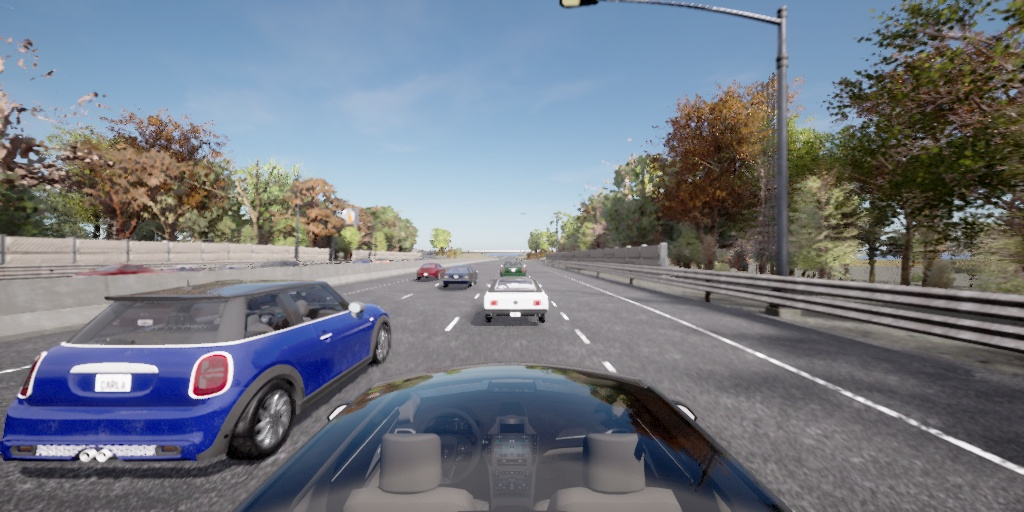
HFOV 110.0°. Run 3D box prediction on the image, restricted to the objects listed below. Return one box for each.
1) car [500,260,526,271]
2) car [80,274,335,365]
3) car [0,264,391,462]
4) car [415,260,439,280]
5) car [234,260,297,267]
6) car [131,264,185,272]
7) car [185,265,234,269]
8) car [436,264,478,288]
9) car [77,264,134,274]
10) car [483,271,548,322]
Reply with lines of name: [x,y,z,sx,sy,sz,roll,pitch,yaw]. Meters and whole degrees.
car: [0.099,1.127,29.659,2.097,1.767,4.553,0,0,0]
car: [-6.899,1.302,9.253,2.033,1.411,5.357,0,0,0]
car: [-3.402,1.104,5.185,2.097,1.767,4.553,0,0,0]
car: [-6.899,1.302,30.990,1.812,1.442,4.674,0,0,0]
car: [-17.596,1.123,26.580,2.097,1.767,4.553,0,0,0]
car: [-24.598,1.372,26.562,1.895,1.301,4.718,0,0,0]
car: [-21.098,1.372,26.689,1.895,1.301,4.718,0,0,0]
car: [-3.399,1.316,24.260,2.033,1.411,5.357,0,0,0]
car: [-28.096,1.296,25.583,1.812,1.442,4.674,0,0,0]
car: [0.100,1.357,12.321,1.895,1.301,4.718,0,0,0]
